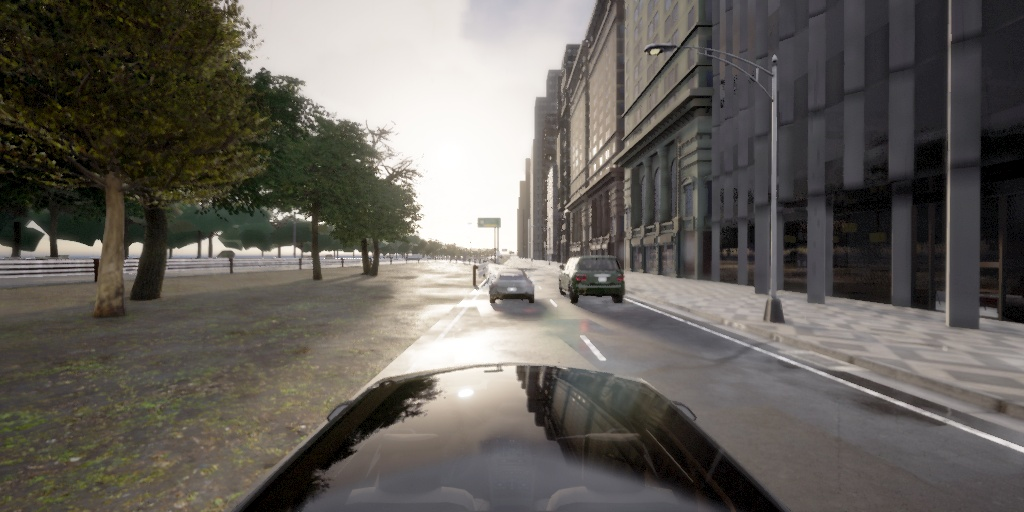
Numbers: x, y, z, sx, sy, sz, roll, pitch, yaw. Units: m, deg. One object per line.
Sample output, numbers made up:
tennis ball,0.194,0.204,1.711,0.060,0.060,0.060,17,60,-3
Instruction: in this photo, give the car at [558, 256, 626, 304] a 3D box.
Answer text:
car,3.500,1.004,16.530,2.150,2.045,5.566,0,0,0

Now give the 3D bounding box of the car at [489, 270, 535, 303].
car,0.001,1.319,16.501,1.994,1.385,4.181,0,0,0
